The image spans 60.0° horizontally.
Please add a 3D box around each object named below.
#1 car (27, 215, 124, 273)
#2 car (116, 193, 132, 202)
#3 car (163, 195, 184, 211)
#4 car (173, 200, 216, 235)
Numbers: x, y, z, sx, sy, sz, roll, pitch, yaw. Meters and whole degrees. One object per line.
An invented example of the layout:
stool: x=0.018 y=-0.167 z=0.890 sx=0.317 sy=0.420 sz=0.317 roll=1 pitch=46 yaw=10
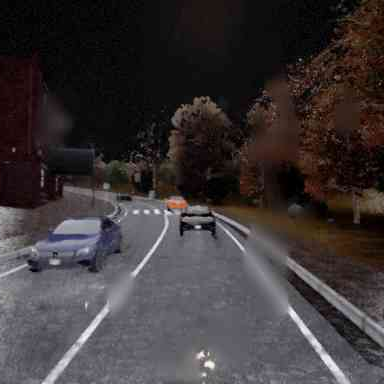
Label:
car: x=-3.453 y=1.505 z=10.747 sx=1.812 sy=1.442 sz=4.674 roll=0 pitch=0 yaw=0
car: x=-10.906 y=0.888 z=53.286 sx=1.895 sy=1.301 sz=4.718 roll=1 pitch=2 yaw=-22
car: x=-1.901 y=1.137 z=36.533 sx=2.097 sy=1.767 sz=4.553 roll=1 pitch=1 yaw=-11
car: x=0.228 y=1.451 z=18.421 sx=2.128 sy=1.511 sz=4.902 roll=0 pitch=0 yaw=-2
